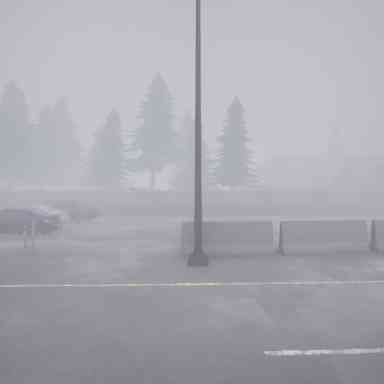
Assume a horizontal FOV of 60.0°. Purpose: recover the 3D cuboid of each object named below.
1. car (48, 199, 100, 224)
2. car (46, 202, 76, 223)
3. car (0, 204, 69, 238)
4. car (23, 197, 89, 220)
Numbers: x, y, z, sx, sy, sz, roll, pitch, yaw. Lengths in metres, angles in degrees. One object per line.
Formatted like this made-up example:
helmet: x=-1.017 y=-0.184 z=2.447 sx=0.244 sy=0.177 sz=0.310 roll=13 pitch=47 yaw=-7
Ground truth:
car: x=-9.128 y=1.491 z=23.916 sx=4.902 sy=1.511 sz=2.128 roll=0 pitch=0 yaw=1
car: x=-9.940 y=1.525 z=20.432 sx=4.674 sy=1.442 sz=1.812 roll=0 pitch=0 yaw=1
car: x=-9.040 y=1.525 z=16.910 sx=4.674 sy=1.442 sz=1.812 roll=0 pitch=0 yaw=1
car: x=-11.141 y=1.352 z=27.468 sx=4.553 sy=1.767 sz=2.097 roll=0 pitch=0 yaw=1
